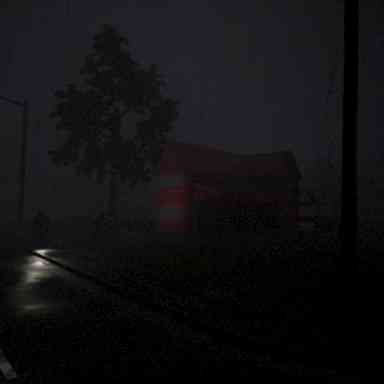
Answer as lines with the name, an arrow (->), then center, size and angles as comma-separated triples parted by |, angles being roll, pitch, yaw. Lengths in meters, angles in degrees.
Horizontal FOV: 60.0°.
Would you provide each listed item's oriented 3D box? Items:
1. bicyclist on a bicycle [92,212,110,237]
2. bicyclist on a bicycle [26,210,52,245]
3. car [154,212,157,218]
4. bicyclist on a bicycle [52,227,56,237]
bicyclist on a bicycle -> -5.886, 2.104, 21.687 | 0.582, 1.620, 1.656 | 0, -3, 28
bicyclist on a bicycle -> -7.652, 1.817, 16.621 | 0.582, 1.620, 1.656 | 3, -3, -35
car -> -4.657, 3.857, 59.890 | 4.553, 1.767, 2.097 | 4, -3, -41
bicyclist on a bicycle -> -9.001, 1.921, 19.888 | 1.656, 1.620, 0.582 | 3, -3, -32
